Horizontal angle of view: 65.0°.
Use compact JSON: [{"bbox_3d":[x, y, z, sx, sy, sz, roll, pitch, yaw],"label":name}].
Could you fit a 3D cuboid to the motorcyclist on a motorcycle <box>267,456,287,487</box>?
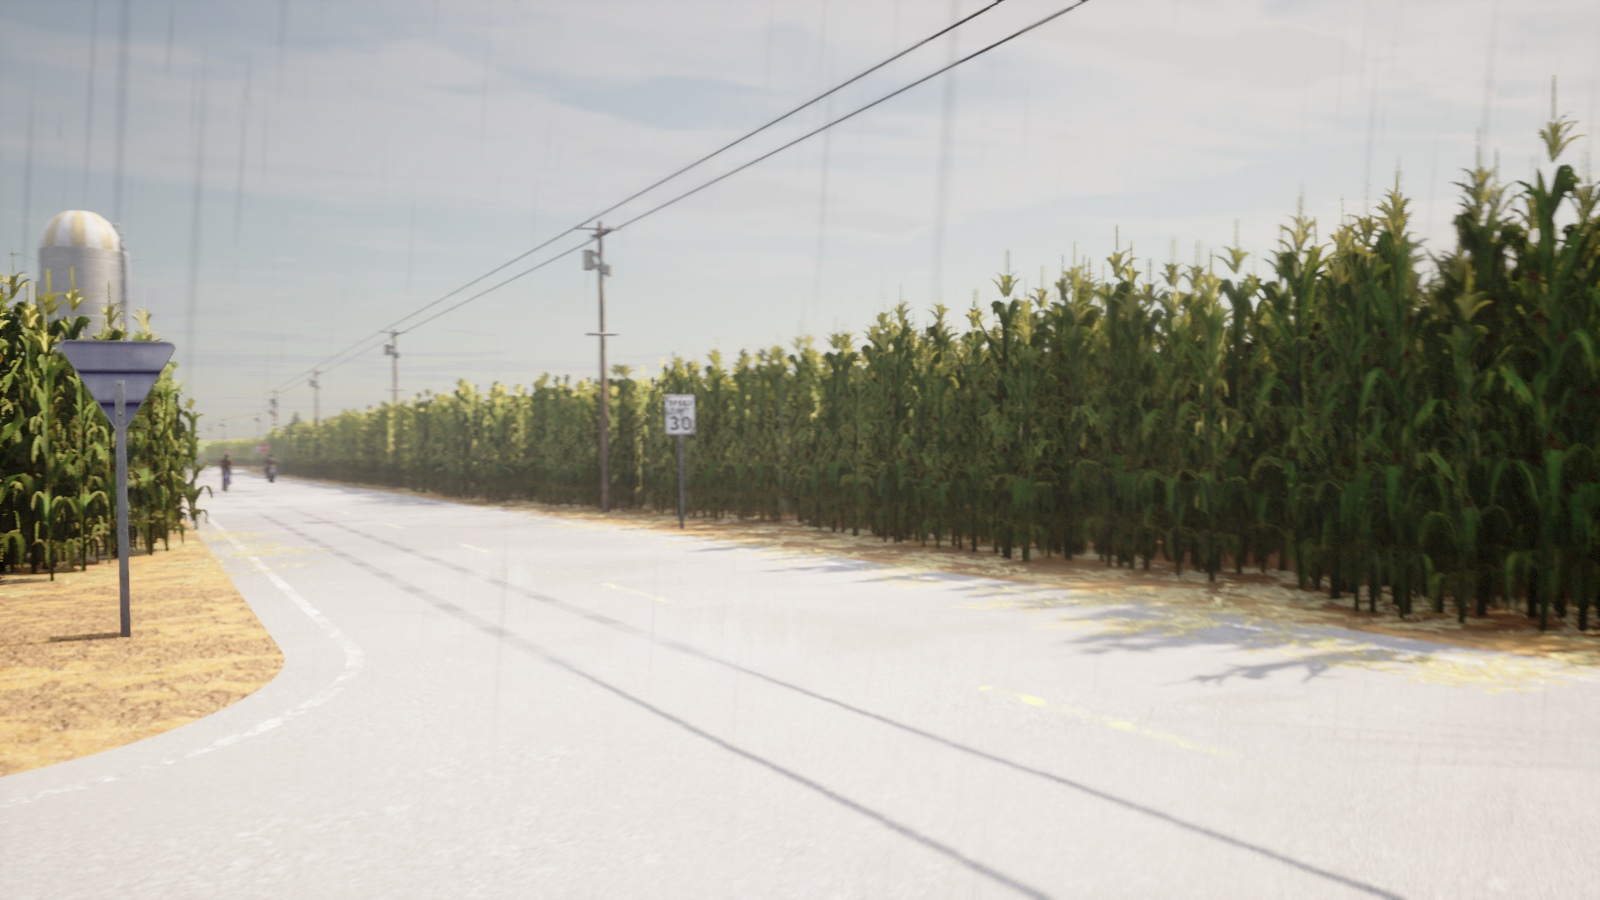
[{"bbox_3d":[-28.807,1.176,69.181,0.766,1.649,2.350,-1,0,-27],"label":"motorcyclist on a motorcycle"}]
